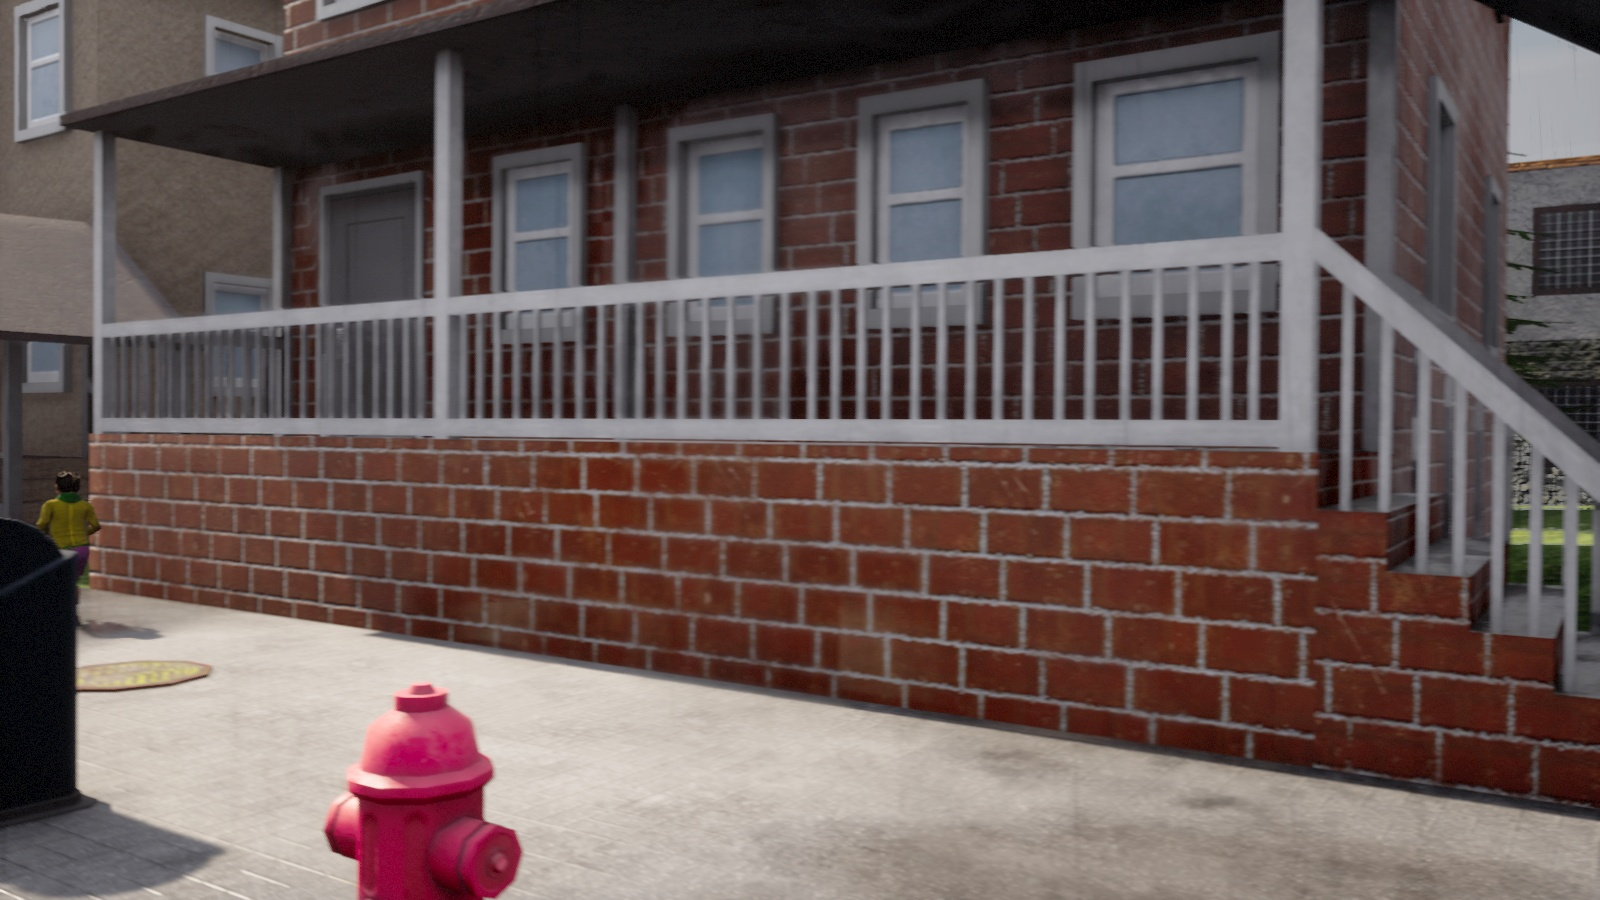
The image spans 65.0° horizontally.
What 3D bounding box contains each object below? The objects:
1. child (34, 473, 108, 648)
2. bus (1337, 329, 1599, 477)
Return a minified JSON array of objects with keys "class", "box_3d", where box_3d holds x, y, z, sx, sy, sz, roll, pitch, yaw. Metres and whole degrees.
[{"class":"child","box_3d":[-5.051,0.748,8.698,0.473,1.160,0.299,0,1,42]},{"class":"bus","box_3d":[22.496,-1.379,38.838,10.273,4.253,3.944,0,1,34]}]
